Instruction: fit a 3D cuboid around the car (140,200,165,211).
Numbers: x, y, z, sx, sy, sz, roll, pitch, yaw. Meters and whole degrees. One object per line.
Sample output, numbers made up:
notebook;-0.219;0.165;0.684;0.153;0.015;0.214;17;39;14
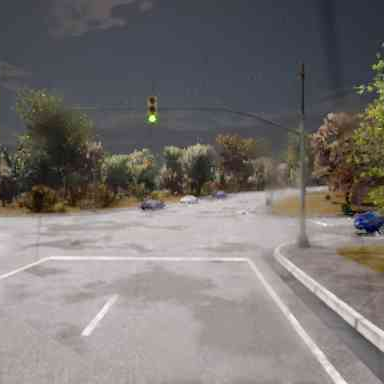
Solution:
car;-5.340;1.763;45.965;2.033;1.411;5.357;0;1;16

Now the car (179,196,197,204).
car;-0.612;1.395;59.542;1.812;1.442;4.674;0;2;23

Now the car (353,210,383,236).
car;11.589;1.585;18.267;5.008;1.535;1.882;0;0;3

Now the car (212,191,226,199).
car;5.966;0.599;73.201;1.882;1.535;5.008;0;3;27
